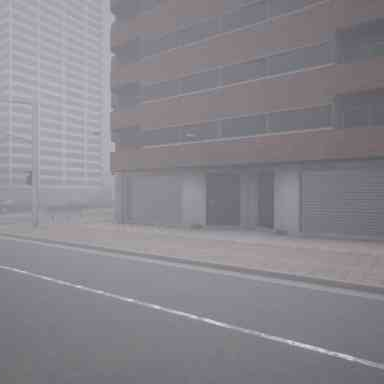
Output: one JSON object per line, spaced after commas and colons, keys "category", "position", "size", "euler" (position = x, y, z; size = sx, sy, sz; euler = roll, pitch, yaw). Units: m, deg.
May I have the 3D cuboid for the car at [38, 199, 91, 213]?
{"category": "car", "position": [-13.867, 1.601, 36.443], "size": [1.895, 1.301, 4.718], "euler": [0, 0, 35]}

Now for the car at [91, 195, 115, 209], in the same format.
{"category": "car", "position": [-12.779, 1.505, 44.135], "size": [1.837, 1.490, 4.892], "euler": [0, 0, 35]}

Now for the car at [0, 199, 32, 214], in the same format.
{"category": "car", "position": [-18.731, 1.478, 35.579], "size": [1.882, 1.535, 5.008], "euler": [0, 0, 35]}
